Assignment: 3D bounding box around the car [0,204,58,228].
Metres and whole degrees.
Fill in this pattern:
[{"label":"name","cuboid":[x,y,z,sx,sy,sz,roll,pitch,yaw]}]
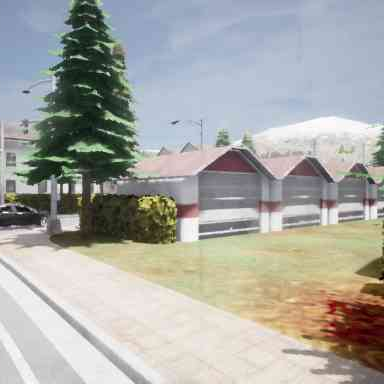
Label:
[{"label":"car","cuboid":[-10.922,1.519,20.673,4.892,1.490,1.837,0,0,-39]}]
